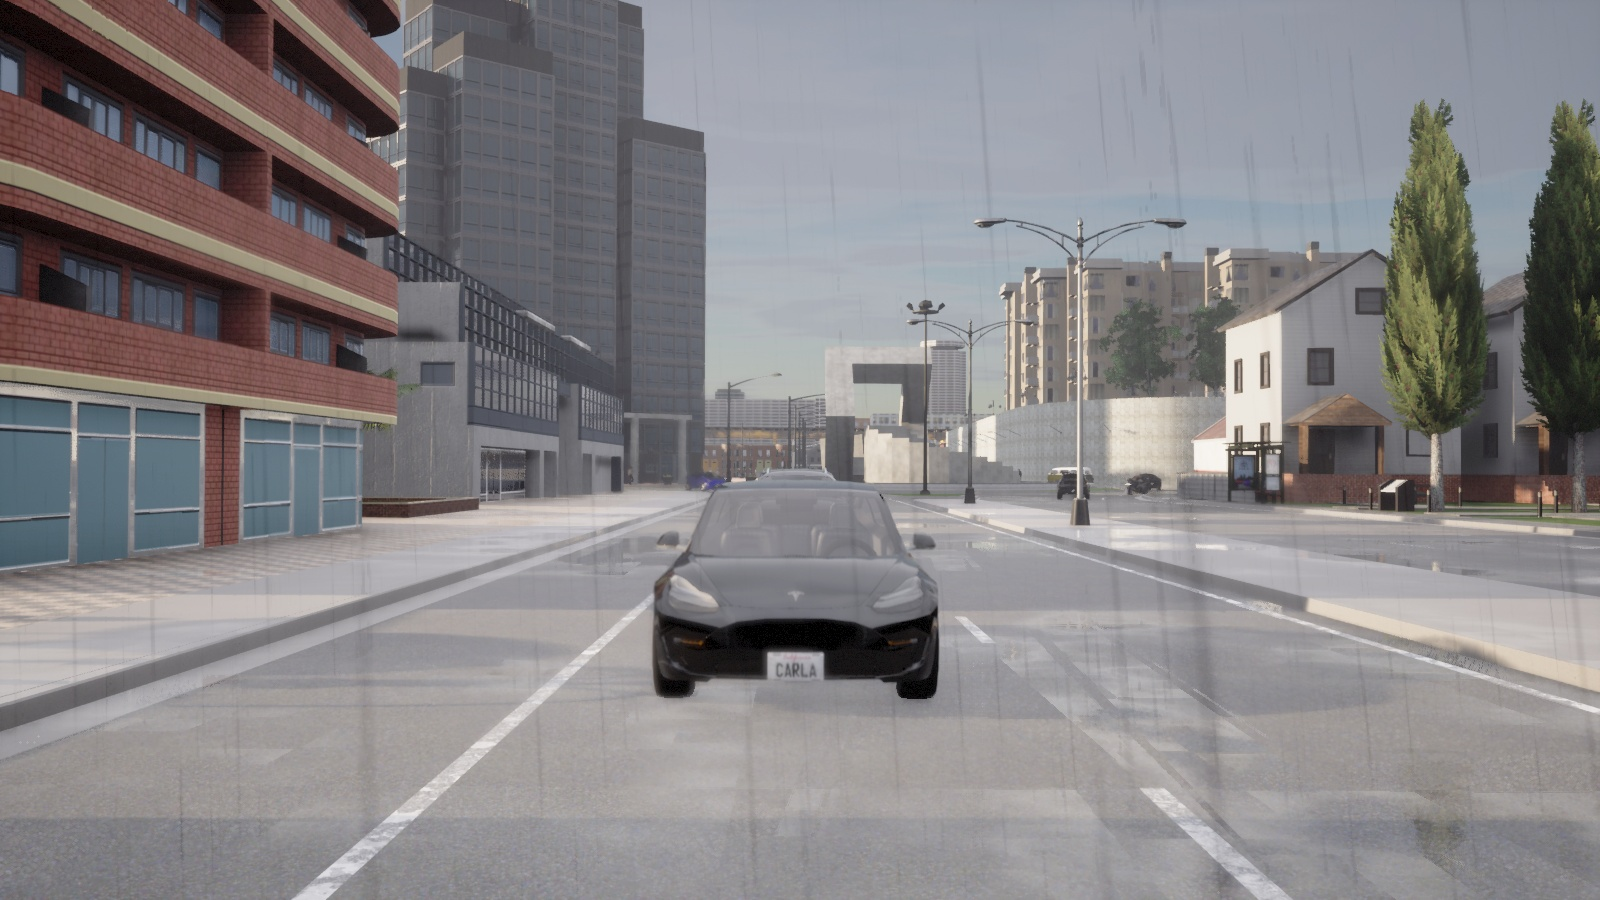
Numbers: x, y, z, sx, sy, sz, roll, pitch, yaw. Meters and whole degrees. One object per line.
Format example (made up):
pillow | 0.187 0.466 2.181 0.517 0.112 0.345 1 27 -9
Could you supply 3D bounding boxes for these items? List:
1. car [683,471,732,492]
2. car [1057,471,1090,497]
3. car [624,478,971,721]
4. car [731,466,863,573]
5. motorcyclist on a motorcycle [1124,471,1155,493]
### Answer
car | -7.056 2.385 95.261 2.007 1.525 4.514 0 -1 -30
car | 16.161 1.996 74.090 1.837 1.490 4.892 0 -1 13
car | -0.023 0.986 10.249 2.163 1.488 4.792 0 -1 0
car | -0.050 1.110 21.815 2.033 1.649 4.856 0 -1 0
motorcyclist on a motorcycle | 23.599 2.216 87.228 2.191 1.530 0.866 0 -2 -36
